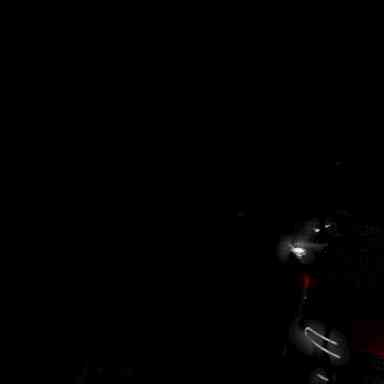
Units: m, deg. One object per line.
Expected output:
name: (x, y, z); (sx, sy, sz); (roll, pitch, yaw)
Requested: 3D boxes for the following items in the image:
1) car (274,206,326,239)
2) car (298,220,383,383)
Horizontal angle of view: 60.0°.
car: (5.774, 1.575, 17.974); (1.837, 1.490, 4.892); (-2, -1, -2)
car: (2.875, 1.485, 5.150); (1.882, 1.535, 5.008); (0, 0, 25)
